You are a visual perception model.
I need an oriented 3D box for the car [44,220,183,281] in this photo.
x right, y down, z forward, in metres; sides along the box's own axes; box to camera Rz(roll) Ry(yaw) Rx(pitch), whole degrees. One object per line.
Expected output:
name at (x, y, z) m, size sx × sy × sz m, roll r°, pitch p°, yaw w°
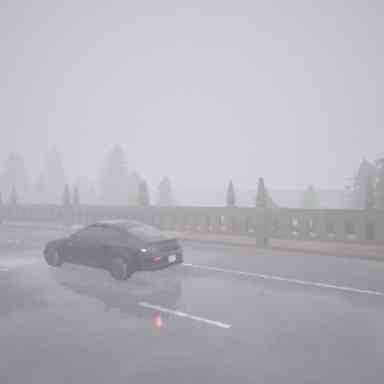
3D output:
car at (-2.417, 1.560, 9.882) m, size 4.674 × 1.442 × 1.812 m, roll 0°, pitch 0°, yaw 34°
